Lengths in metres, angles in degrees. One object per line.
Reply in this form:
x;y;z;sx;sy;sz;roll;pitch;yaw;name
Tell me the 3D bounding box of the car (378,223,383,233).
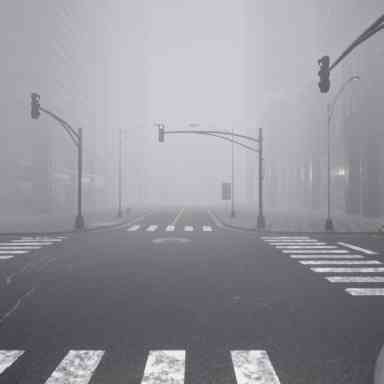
11.756;1.564;16.241;4.829;1.417;1.752;0;-1;0;car
